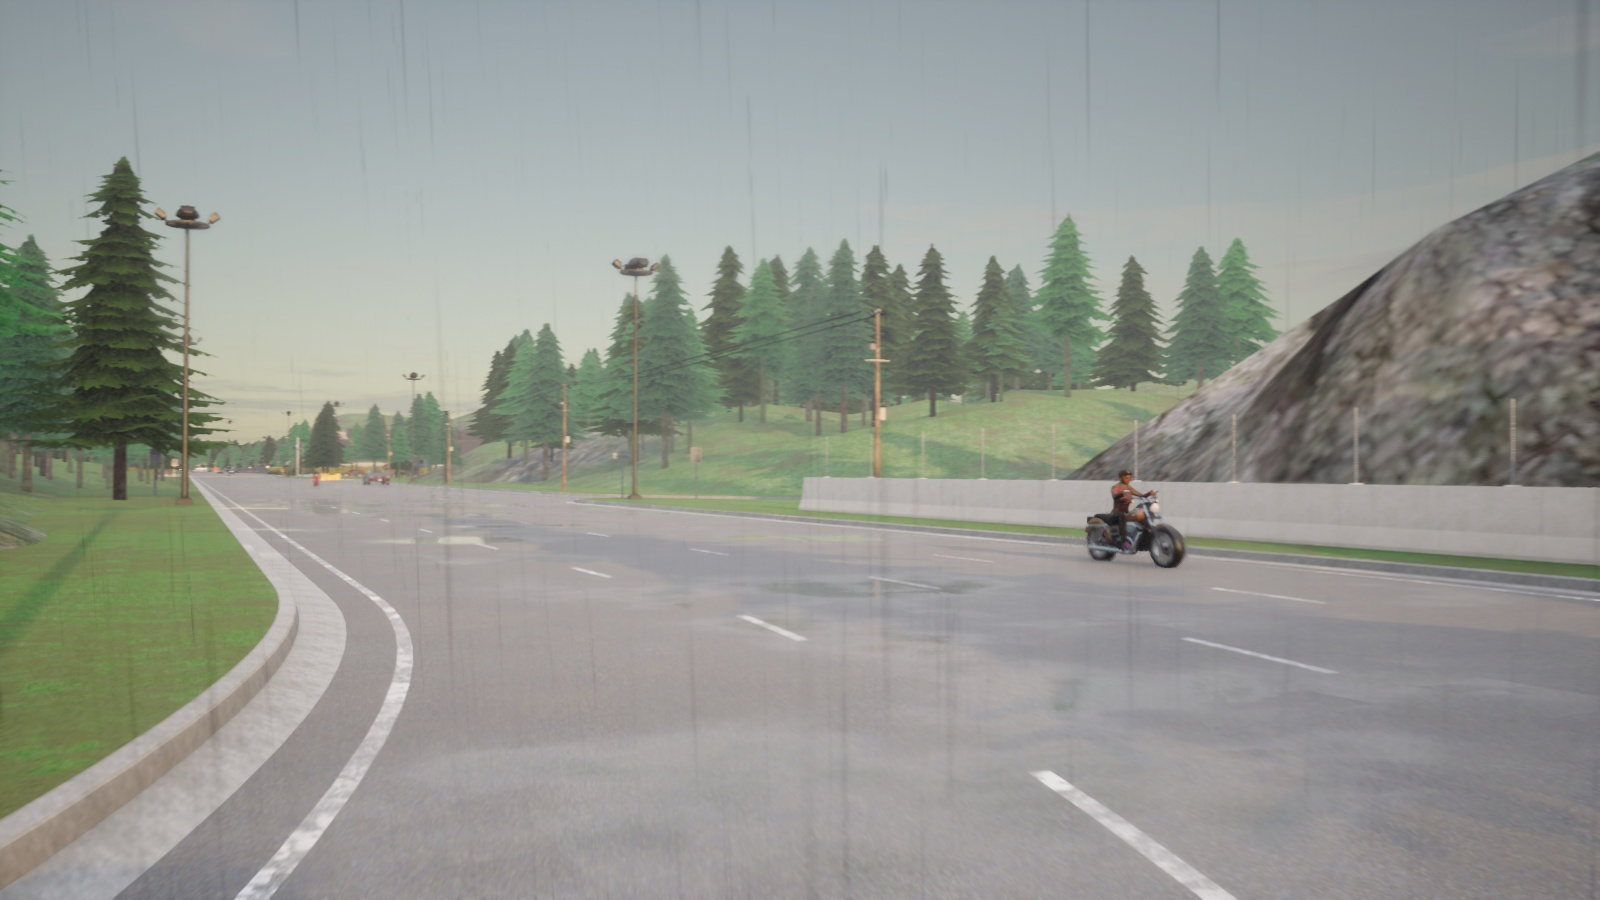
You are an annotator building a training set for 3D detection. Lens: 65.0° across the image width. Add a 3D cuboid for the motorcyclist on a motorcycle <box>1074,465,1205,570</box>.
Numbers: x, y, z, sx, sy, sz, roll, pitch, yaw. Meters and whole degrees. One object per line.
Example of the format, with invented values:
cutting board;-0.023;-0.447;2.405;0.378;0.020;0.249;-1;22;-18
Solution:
motorcyclist on a motorcycle;5.645;1.089;21.060;0.766;1.649;2.350;0;-1;-25
